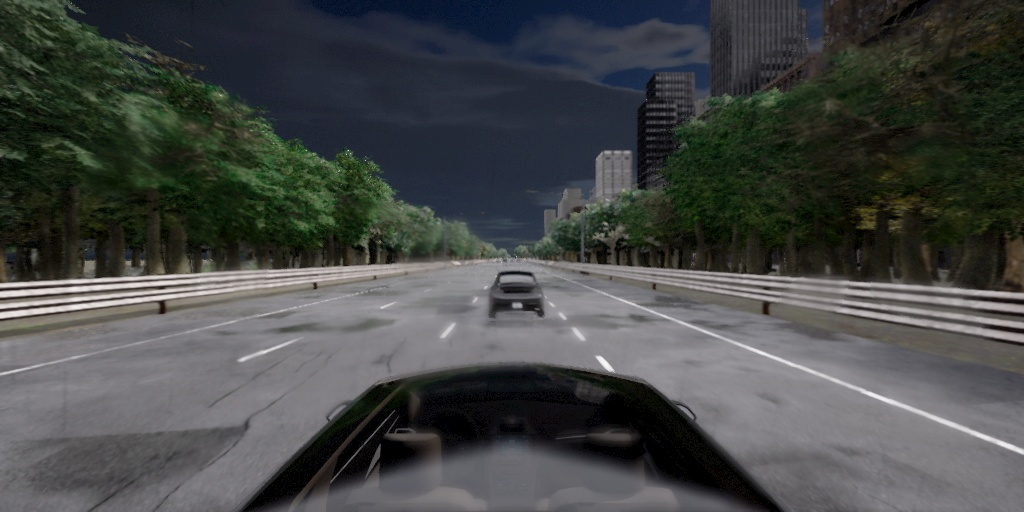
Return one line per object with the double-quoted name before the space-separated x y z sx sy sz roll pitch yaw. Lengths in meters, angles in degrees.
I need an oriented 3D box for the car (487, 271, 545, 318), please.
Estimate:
"car" 0.131 1.296 13.474 1.837 1.490 4.892 0 0 -1
